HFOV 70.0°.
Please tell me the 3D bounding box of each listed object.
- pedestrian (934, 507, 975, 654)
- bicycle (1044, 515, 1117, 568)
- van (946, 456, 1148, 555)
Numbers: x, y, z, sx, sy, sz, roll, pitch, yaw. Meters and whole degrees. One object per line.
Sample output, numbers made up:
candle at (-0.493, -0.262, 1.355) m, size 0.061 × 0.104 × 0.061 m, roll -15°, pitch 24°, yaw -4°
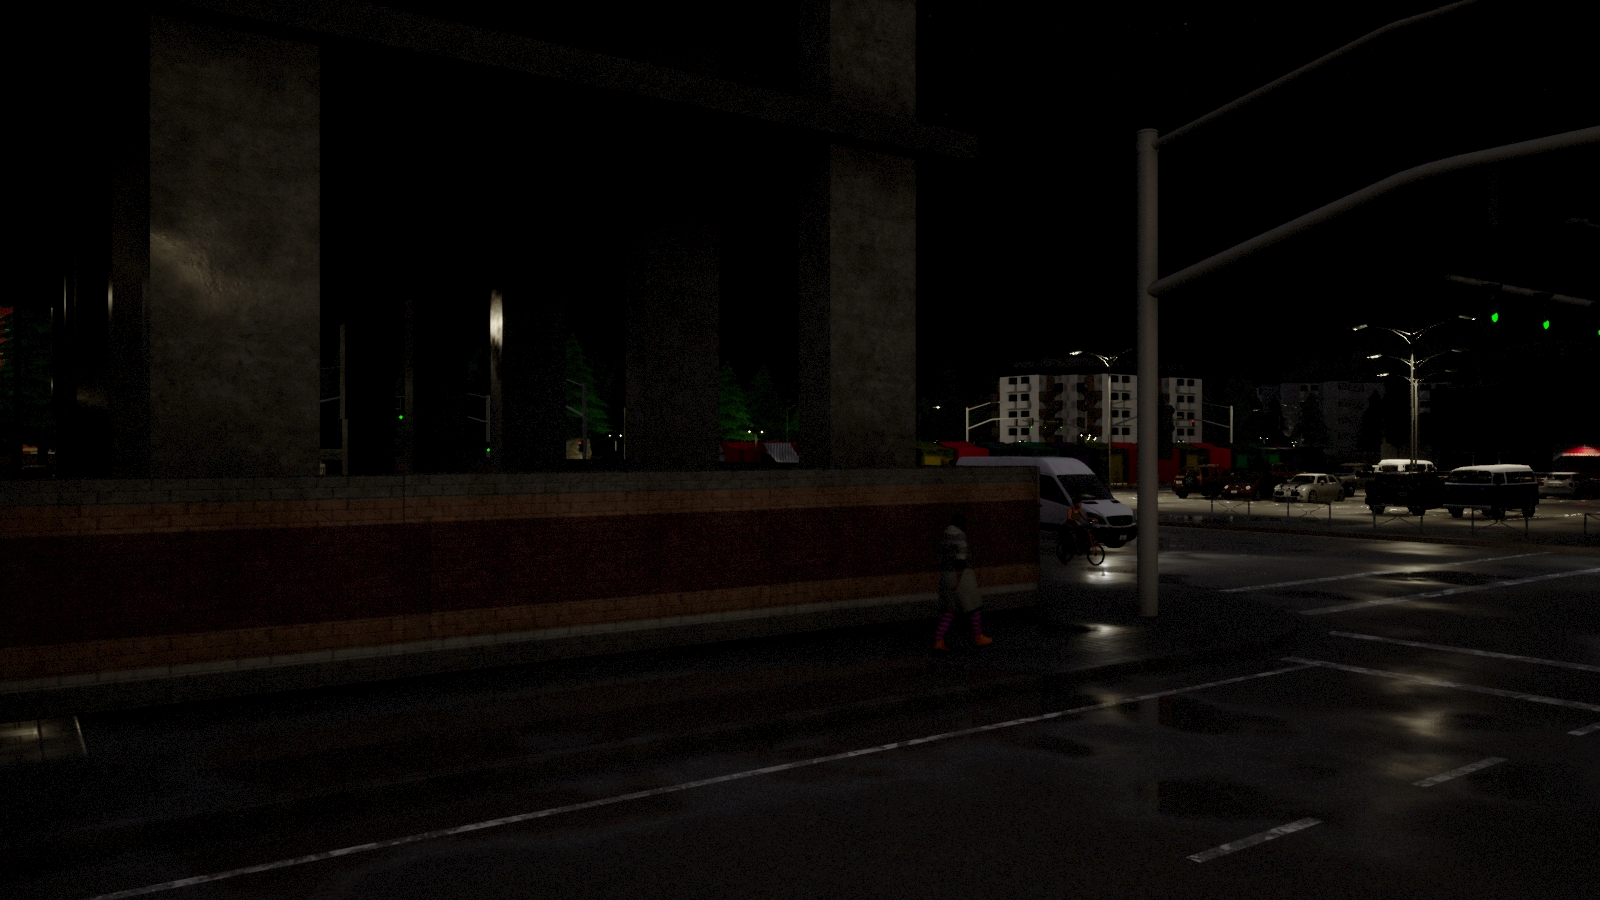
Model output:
pedestrian at (2.025, 1.692, 14.945) m, size 0.375 × 1.860 × 0.375 m, roll 0°, pitch 0°, yaw -32°
bicycle at (6.706, 2.169, 27.364) m, size 0.859 × 1.126 × 1.487 m, roll 0°, pitch 0°, yaw -35°
van at (6.983, 1.470, 33.056) m, size 1.988 × 2.561 × 5.915 m, roll 0°, pitch 0°, yaw -35°
